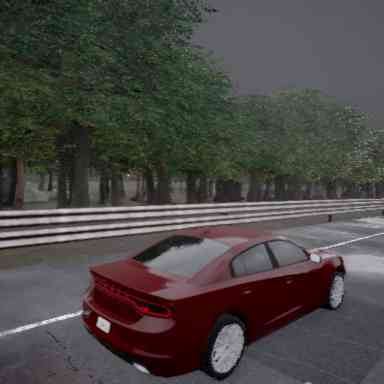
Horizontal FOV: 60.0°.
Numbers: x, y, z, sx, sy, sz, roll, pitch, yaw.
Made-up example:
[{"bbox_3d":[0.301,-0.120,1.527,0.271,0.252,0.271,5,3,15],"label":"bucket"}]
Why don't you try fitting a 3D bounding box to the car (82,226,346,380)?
[{"bbox_3d":[0.795,1.312,5.419,5.008,1.535,1.882,0,3,-44],"label":"car"}]
